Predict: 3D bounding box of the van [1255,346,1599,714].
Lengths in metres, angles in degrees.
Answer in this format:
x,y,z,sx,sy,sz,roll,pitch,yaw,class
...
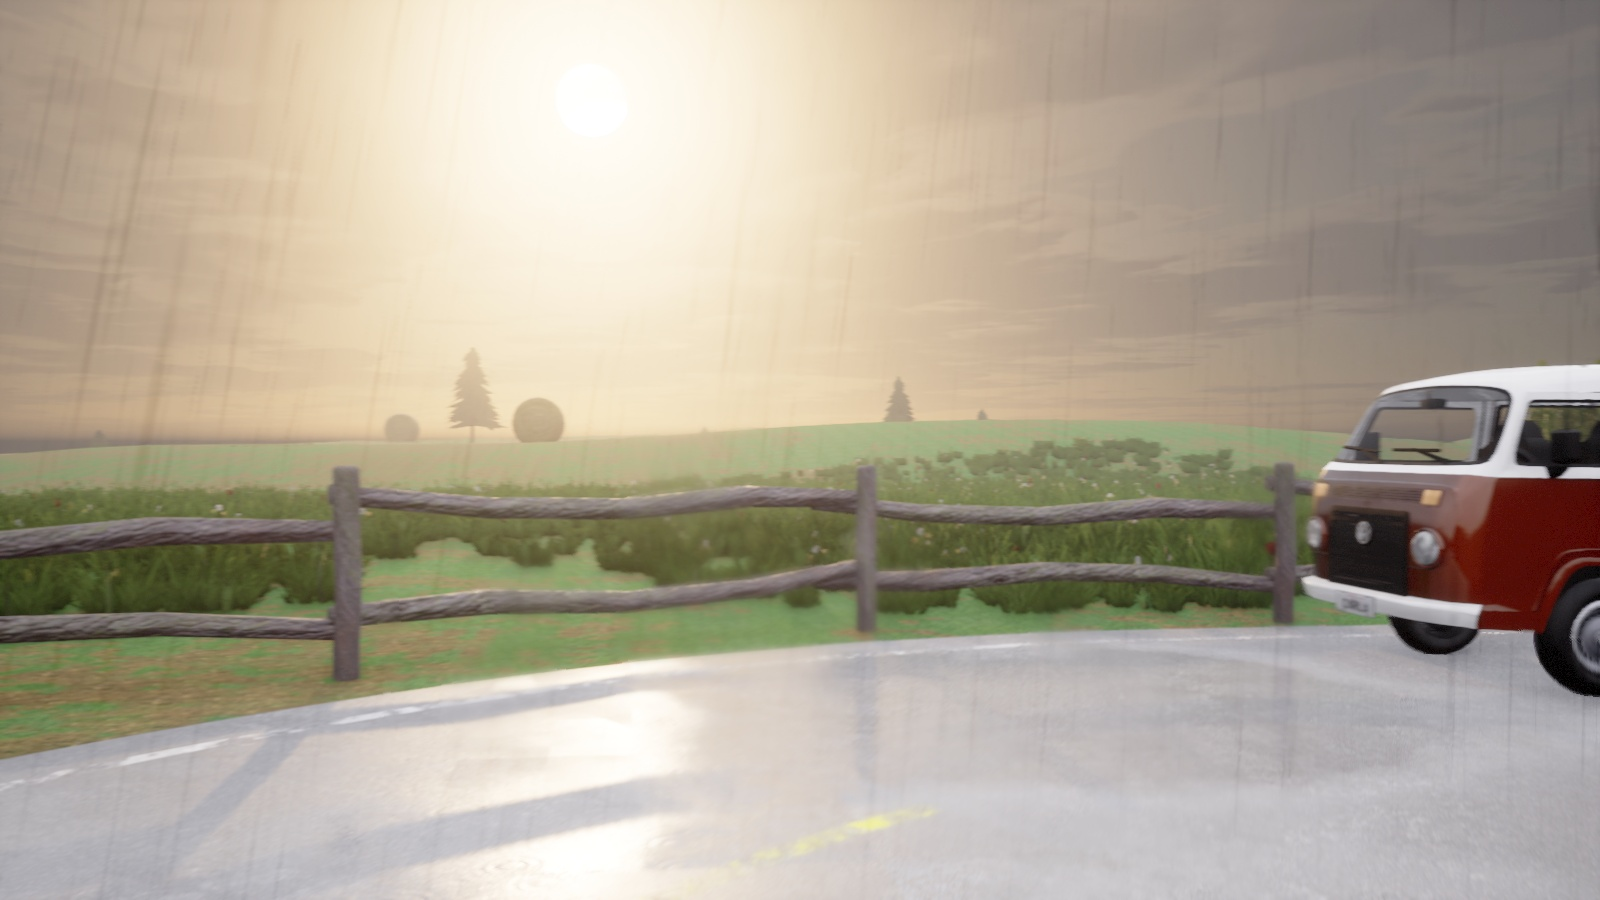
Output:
x,y,z,sx,sy,sz,roll,pitch,yaw,class
5.635,0.446,8.302,4.480,2.038,2.069,0,0,-8,van
